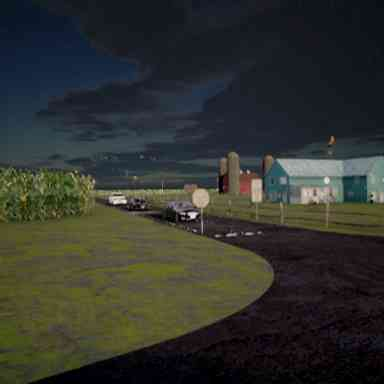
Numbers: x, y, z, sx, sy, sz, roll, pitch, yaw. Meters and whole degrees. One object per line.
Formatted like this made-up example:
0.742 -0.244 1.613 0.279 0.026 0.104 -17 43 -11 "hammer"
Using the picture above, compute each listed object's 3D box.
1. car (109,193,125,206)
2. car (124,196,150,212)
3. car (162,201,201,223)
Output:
-12.136 1.165 54.058 2.150 2.045 5.566 -1 0 -21 "car"
-6.294 1.438 38.926 1.837 1.490 4.892 -1 1 -21 "car"
-0.829 1.418 24.963 2.128 1.511 4.902 -1 0 -21 "car"
